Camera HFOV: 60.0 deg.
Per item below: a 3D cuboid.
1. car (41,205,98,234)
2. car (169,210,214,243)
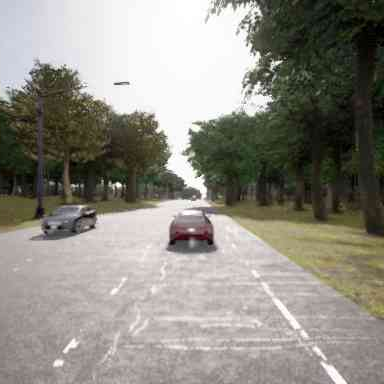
[{"bbox_3d":[-6.936,1.510,19.282,2.128,1.511,4.902,0,0,1],"label":"car"},{"bbox_3d":[-0.023,1.566,15.967,1.994,1.385,4.181,0,0,0],"label":"car"}]
